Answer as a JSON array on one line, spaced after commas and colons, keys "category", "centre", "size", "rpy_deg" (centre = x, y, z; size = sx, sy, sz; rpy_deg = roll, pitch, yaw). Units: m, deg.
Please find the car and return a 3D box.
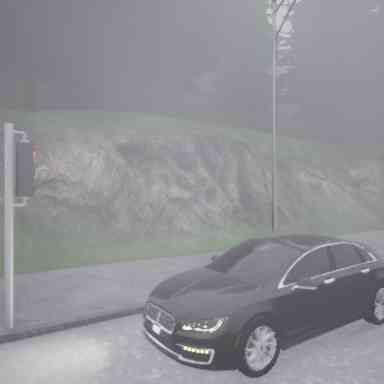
[{"category": "car", "centre": [1.568, 1.505, 5.603], "size": [4.892, 1.490, 1.837], "rpy_deg": [0, 0, -34]}]
